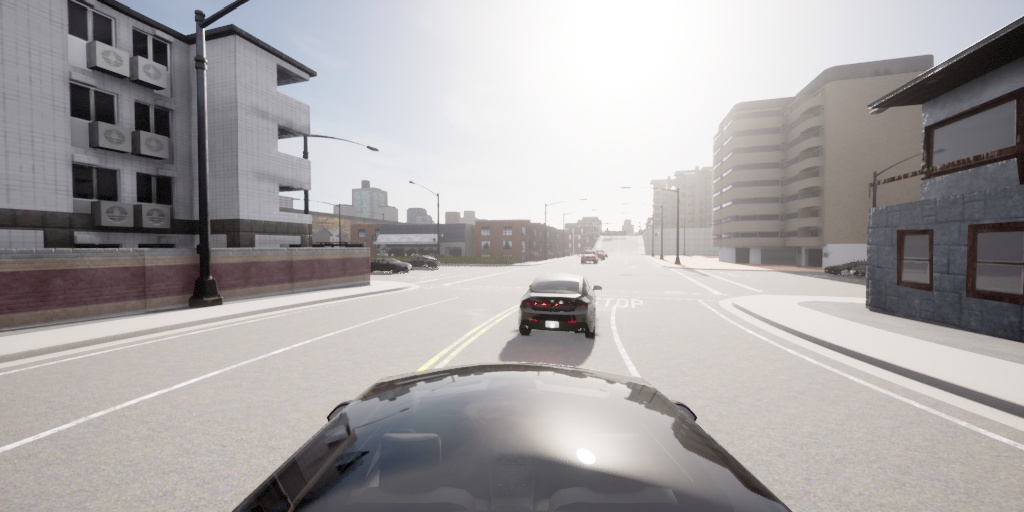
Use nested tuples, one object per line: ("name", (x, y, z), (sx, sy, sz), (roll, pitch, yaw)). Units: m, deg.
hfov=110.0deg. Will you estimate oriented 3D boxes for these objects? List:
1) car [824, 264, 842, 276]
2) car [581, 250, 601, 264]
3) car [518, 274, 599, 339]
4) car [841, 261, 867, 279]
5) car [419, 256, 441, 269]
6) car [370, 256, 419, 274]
("car", (31.463, 1.168, 32.494), (4.892, 1.490, 1.837), (1, 2, 17))
("car", (11.966, 0.123, 55.379), (2.150, 2.045, 5.566), (0, 2, 18))
("car", (1.450, 1.247, 10.259), (1.837, 1.490, 4.892), (0, 0, 13))
("car", (30.608, 1.242, 29.098), (4.902, 1.511, 2.128), (1, 2, 17))
("car", (-10.796, 0.761, 42.208), (4.892, 1.490, 1.837), (0, 1, 20))
("car", (-12.065, 0.926, 35.024), (4.902, 1.511, 2.128), (1, 2, 20))
